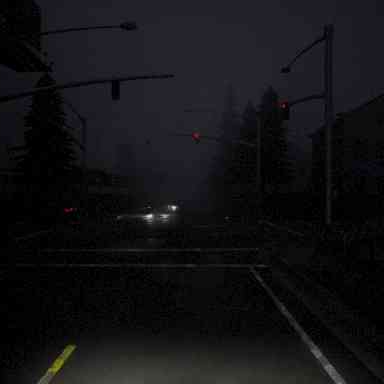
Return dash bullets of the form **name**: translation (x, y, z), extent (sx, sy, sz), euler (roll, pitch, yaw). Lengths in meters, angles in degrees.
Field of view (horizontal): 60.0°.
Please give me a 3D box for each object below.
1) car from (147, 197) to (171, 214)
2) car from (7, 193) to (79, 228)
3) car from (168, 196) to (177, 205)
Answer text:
- **car**: translation (-3.586, 1.526, 35.346), extent (1.812, 1.442, 4.674), euler (0, 0, 0)
- **car**: translation (-10.082, 1.097, 21.123), extent (5.566, 2.045, 2.150), euler (3, 1, -3)
- **car**: translation (-3.534, 1.493, 56.982), extent (2.128, 1.511, 4.902), euler (0, 0, 0)
